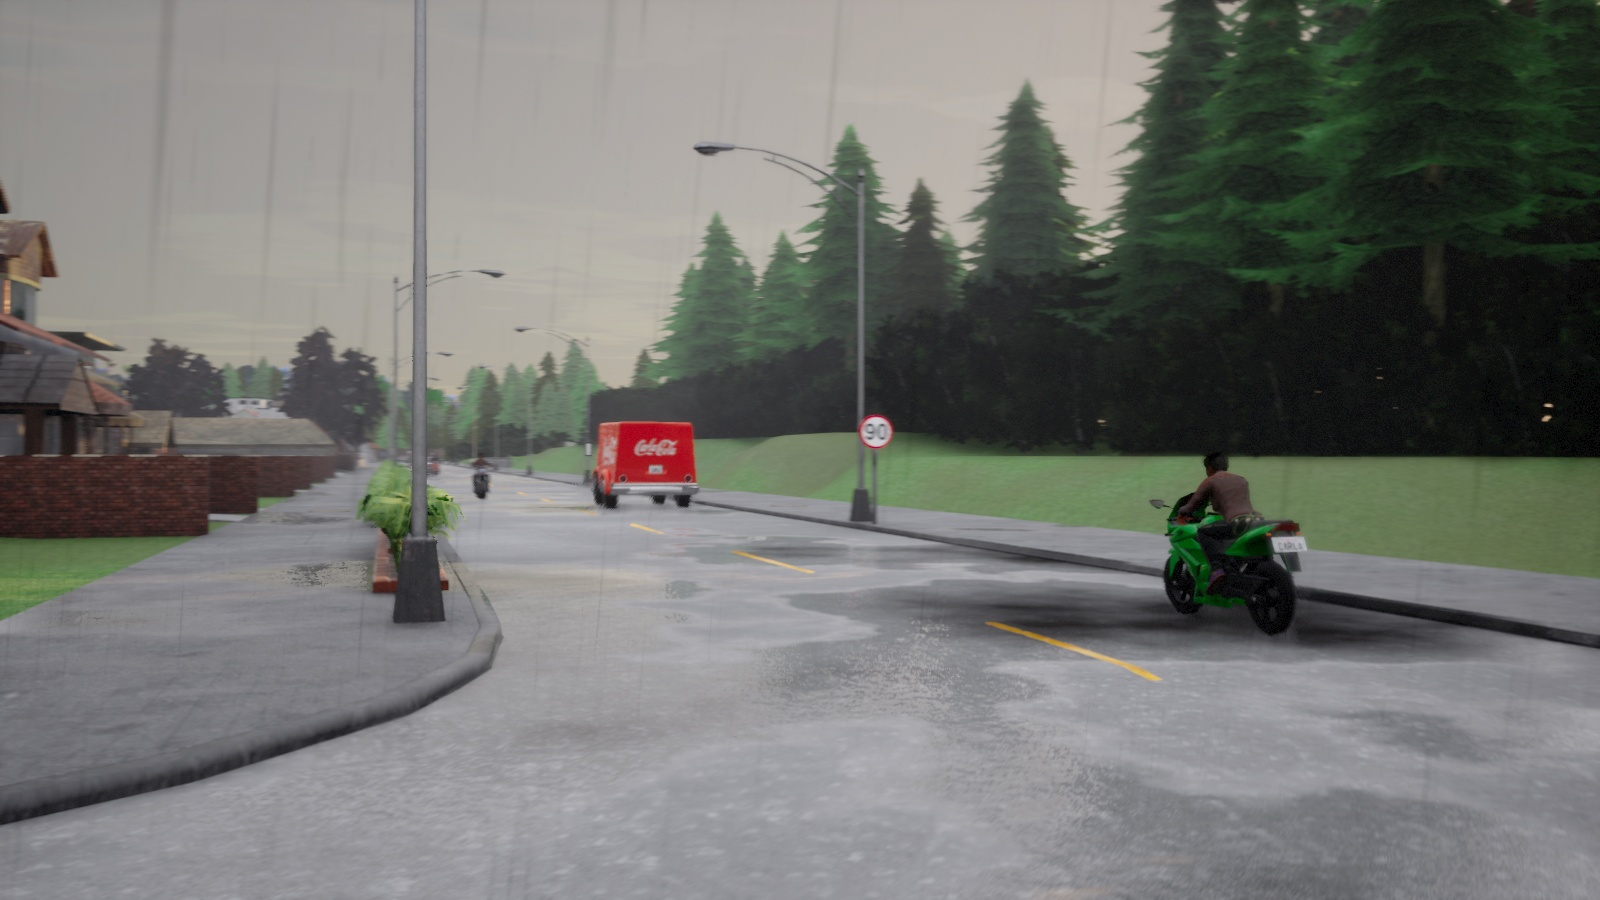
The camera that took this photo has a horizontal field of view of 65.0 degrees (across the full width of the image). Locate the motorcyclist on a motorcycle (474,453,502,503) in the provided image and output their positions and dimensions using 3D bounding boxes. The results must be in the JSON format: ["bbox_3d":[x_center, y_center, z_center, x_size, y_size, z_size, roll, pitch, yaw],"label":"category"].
[{"bbox_3d":[-10.683,0.929,42.916,0.766,1.649,2.350,0,0,-18],"label":"motorcyclist on a motorcycle"}]

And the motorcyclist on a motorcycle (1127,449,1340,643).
[{"bbox_3d":[3.718,0.764,10.995,0.797,1.523,2.044,-1,0,-12],"label":"motorcyclist on a motorcycle"}]

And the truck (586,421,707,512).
[{"bbox_3d":[-4.645,0.447,37.190,2.627,2.467,5.204,0,0,-18],"label":"truck"}]
